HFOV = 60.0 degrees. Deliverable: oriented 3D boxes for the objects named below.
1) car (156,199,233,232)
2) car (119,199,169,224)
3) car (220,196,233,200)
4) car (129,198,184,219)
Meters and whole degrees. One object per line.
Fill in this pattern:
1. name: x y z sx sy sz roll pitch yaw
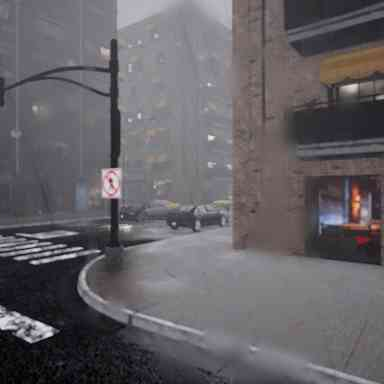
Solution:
1. car: 0.383 1.334 18.430 2.008 1.369 4.403 1 1 36
2. car: -3.282 1.341 22.622 1.994 1.385 4.181 0 1 36
3. car: 3.839 1.113 36.672 1.752 1.417 4.829 1 1 36
4. car: -2.802 1.255 27.479 1.752 1.417 4.829 1 1 36
